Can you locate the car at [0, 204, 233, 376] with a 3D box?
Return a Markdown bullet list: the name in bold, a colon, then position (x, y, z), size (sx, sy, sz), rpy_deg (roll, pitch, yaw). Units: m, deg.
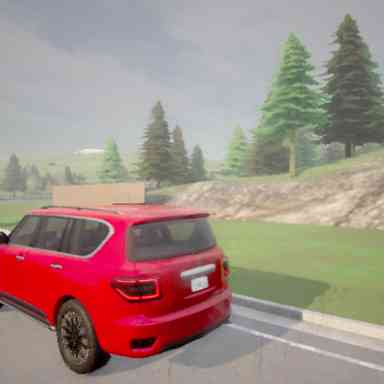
- **car**: position (-1.911, 1.234, 5.908), size (5.566, 2.045, 2.150), rpy_deg (0, 0, 41)
